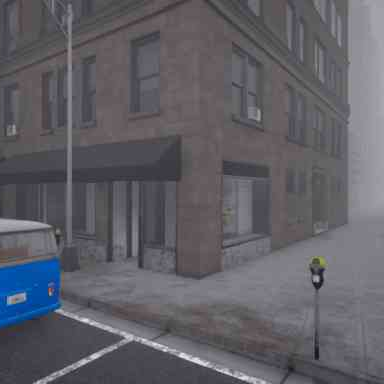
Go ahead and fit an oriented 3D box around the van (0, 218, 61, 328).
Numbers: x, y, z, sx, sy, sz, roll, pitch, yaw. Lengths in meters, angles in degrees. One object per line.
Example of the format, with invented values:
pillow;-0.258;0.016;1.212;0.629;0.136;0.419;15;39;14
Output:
van;-4.088;1.340;5.994;3.998;1.788;1.690;0;0;35
